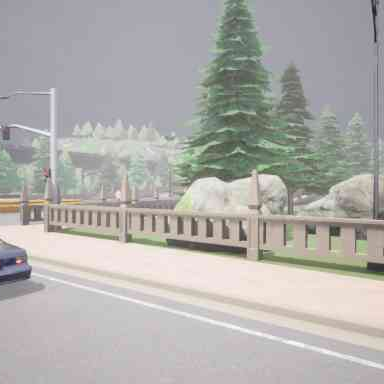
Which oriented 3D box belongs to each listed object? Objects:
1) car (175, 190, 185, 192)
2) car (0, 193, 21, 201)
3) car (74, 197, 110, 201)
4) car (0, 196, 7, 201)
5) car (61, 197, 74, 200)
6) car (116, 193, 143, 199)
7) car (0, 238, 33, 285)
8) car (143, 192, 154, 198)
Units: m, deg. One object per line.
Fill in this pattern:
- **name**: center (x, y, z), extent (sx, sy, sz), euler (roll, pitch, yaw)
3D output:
- **car**: center (-2.735, 0.557, 66.660), extent (2.097, 1.767, 4.553), euler (0, 5, 35)
- **car**: center (-24.243, 1.214, 42.753), extent (2.150, 2.045, 5.566), euler (0, 1, 36)
- **car**: center (-14.658, 1.477, 50.098), extent (1.882, 1.535, 5.008), euler (0, 0, 36)
- **car**: center (-23.984, 1.489, 37.124), extent (2.128, 1.511, 4.902), euler (0, 0, 36)
- **car**: center (-20.792, 1.507, 53.550), extent (1.837, 1.490, 4.892), euler (0, 0, 36)
- **car**: center (-11.789, 1.168, 60.120), extent (2.097, 1.767, 4.553), euler (0, 2, 36)
- **car**: center (-6.146, 1.547, 8.340), extent (5.357, 1.411, 2.033), euler (0, 0, 36)
- **car**: center (-9.766, 0.859, 68.854), extent (2.128, 1.511, 4.902), euler (0, 4, 35)
